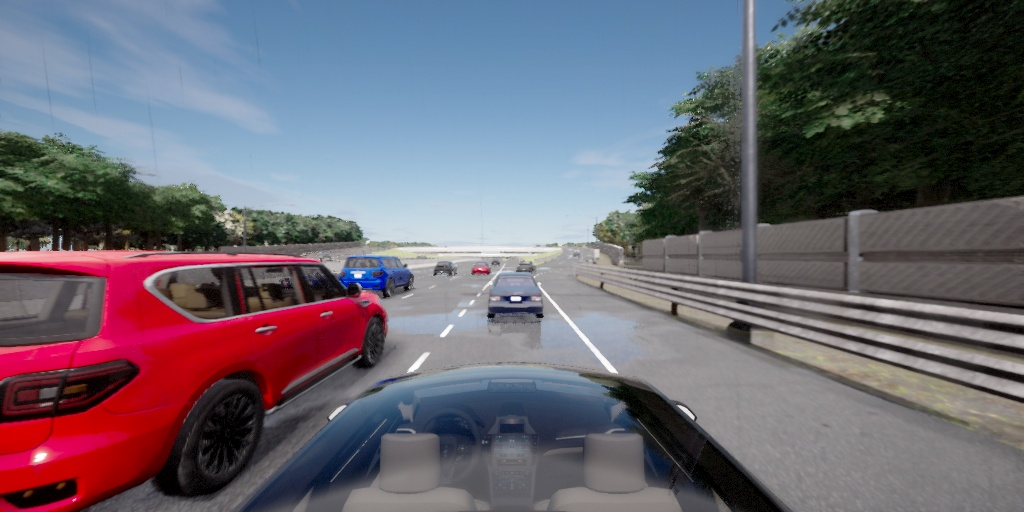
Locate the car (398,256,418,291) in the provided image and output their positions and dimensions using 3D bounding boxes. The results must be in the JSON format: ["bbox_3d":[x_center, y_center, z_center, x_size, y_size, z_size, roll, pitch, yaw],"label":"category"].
[{"bbox_3d":[-6.863,0.985,18.687,2.150,2.045,5.566,0,0,0],"label":"car"}]

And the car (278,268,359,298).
[{"bbox_3d":[-10.360,1.365,19.687,1.895,1.301,4.718,0,0,0],"label":"car"}]

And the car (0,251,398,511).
[{"bbox_3d":[-3.498,0.977,4.637,2.150,2.045,5.566,0,0,0],"label":"car"}]

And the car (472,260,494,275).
[{"bbox_3d":[-3.374,1.346,40.271,1.994,1.385,4.181,0,0,0],"label":"car"}]

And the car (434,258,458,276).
[{"bbox_3d":[-6.786,1.284,37.043,1.837,1.490,4.892,0,0,0],"label":"car"}]

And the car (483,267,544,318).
[{"bbox_3d":[0.117,1.306,13.057,2.033,1.411,5.357,0,0,0],"label":"car"}]

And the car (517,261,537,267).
[{"bbox_3d":[1.727,1.281,40.864,2.128,1.511,4.902,1,0,10],"label":"car"}]
